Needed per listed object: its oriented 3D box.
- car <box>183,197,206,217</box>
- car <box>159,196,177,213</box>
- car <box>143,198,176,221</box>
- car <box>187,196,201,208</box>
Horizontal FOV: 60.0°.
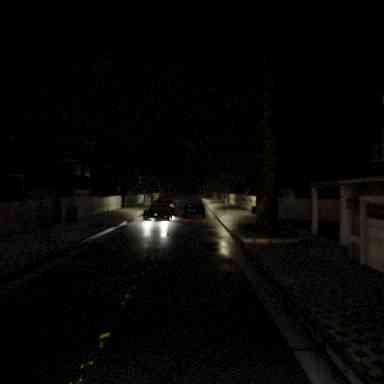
[{"bbox_3d":[0.234,1.357,29.826,1.882,1.535,5.008,0,0,1],"label":"car"},{"bbox_3d":[-2.571,1.222,31.831,2.097,1.767,4.553,0,0,0],"label":"car"},{"bbox_3d":[-2.621,1.455,26.222,1.994,1.385,4.181,0,0,1],"label":"car"},{"bbox_3d":[0.323,1.356,44.755,1.812,1.442,4.674,0,0,1],"label":"car"}]
